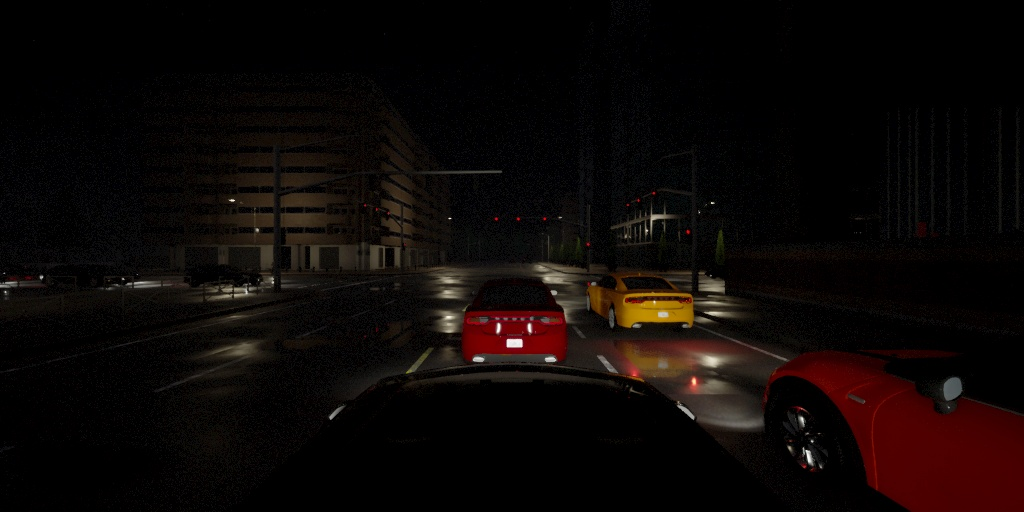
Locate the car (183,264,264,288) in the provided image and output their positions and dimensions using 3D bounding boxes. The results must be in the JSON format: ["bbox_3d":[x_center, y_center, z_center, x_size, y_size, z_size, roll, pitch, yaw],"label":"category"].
[{"bbox_3d":[-19.425,1.331,24.192,4.674,1.442,1.812,0,0,0],"label":"car"}]

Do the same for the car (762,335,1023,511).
[{"bbox_3d":[3.600,1.102,1.772,2.097,1.767,4.553,0,0,0],"label":"car"}]

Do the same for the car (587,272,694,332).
[{"bbox_3d":[3.579,1.228,10.918,1.882,1.535,5.008,0,0,0],"label":"car"}]

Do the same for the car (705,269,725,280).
[{"bbox_3d":[19.527,1.406,31.220,4.718,1.301,1.895,0,0,0],"label":"car"}]

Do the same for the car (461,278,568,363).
[{"bbox_3d":[0.060,1.228,8.144,1.882,1.535,5.008,0,0,0],"label":"car"}]

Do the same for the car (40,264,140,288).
[{"bbox_3d":[-28.665,1.310,24.210,4.892,1.490,1.837,0,0,0],"label":"car"}]

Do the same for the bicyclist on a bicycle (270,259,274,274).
[{"bbox_3d":[-25.531,1.106,38.680,0.582,1.620,1.656,0,0,0],"label":"bicyclist on a bicycle"}]

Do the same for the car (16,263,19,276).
[{"bbox_3d":[-47.454,1.297,31.484,4.902,1.511,2.128,0,0,0],"label":"car"}]

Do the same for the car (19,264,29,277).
[{"bbox_3d":[-50.342,1.297,34.947,4.902,1.511,2.128,0,0,1],"label":"car"}]

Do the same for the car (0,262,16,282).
[{"bbox_3d":[-42.245,1.331,27.780,4.674,1.442,1.812,0,0,0],"label":"car"}]
